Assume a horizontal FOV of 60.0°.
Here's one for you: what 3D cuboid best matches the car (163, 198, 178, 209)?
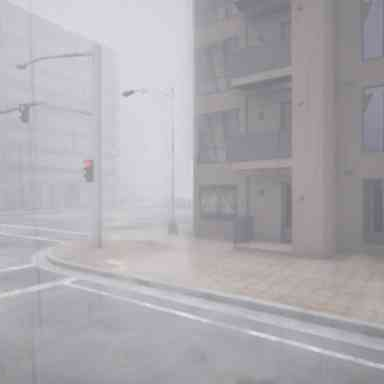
[{"bbox_3d":[-2.140,1.594,47.324,1.837,1.490,4.892,0,0,35],"label":"car"}]

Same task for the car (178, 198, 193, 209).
[{"bbox_3d":[0.726,1.569,45.316,2.128,1.511,4.902,0,0,35],"label":"car"}]
